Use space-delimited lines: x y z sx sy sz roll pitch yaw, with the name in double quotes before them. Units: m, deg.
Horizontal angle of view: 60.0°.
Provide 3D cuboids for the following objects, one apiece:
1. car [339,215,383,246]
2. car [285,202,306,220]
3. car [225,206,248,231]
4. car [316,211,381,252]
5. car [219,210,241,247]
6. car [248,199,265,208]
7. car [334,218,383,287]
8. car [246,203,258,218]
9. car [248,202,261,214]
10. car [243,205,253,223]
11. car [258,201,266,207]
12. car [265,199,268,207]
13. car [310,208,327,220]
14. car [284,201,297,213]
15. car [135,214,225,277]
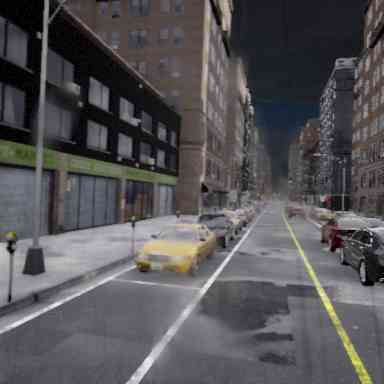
"car" 10.117 2.165 19.462 1.947 1.339 4.313 2 -1 14
"car" 12.229 2.358 38.867 1.837 1.490 4.892 2 0 14
"car" 2.296 1.809 21.232 1.752 1.417 4.829 2 -1 14
"car" 7.376 1.931 15.896 1.882 1.535 5.008 2 -1 14
"car" 1.040 1.752 16.142 1.947 1.339 4.313 2 -1 14
"car" 8.825 2.094 47.671 2.192 1.841 5.009 2 0 14
"car" 5.833 1.841 10.099 1.837 1.490 4.892 2 -1 14
"car" 4.928 2.037 31.906 2.008 1.369 4.403 2 0 14
"car" 6.224 2.134 37.160 2.008 1.369 4.403 2 0 14
"car" 3.630 1.969 26.651 1.802 1.307 4.206 2 -1 14
"car" 17.723 2.971 83.783 1.752 1.417 4.829 2 0 14
"car" 15.151 2.805 73.358 2.008 1.369 4.403 2 0 14
"car" 14.048 2.425 35.391 1.752 1.417 4.829 2 0 14
"car" 14.846 2.527 49.629 1.882 1.535 5.008 2 0 14
"car" -0.295 1.607 10.723 1.752 1.417 4.829 2 -1 14
